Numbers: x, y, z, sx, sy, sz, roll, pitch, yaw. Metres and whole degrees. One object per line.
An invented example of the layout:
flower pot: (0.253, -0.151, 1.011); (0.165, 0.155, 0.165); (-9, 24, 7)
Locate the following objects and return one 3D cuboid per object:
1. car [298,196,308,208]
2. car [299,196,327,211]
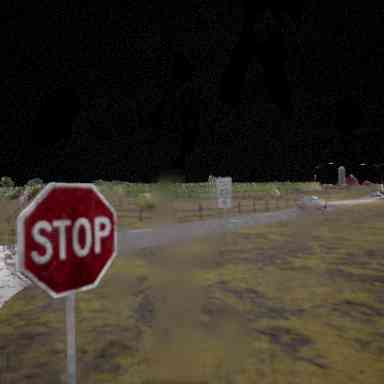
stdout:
car: (16.806, 1.391, 47.874); (2.097, 1.767, 4.553); (-3, -1, 35)
car: (15.065, 1.576, 40.654); (1.994, 1.385, 4.181); (-3, -1, 35)
